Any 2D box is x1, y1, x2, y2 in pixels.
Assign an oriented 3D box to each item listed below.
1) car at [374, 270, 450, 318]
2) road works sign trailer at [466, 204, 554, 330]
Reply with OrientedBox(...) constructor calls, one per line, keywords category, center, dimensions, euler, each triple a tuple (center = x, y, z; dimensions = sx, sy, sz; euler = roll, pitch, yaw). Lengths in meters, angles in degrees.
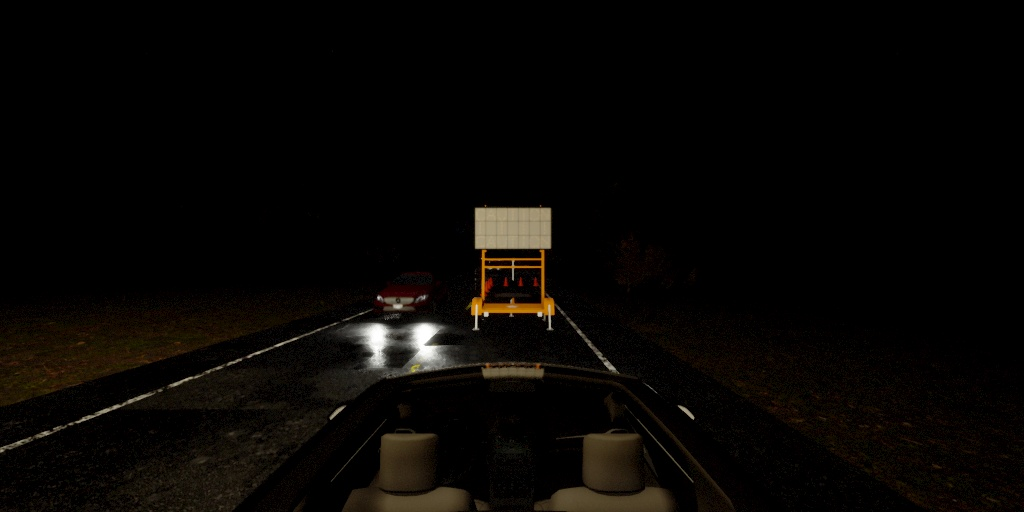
OrientedBox(category="car", center=(-3.458, 1.276, 13.214), dimensions=(1.812, 1.442, 4.674), euler=(0, 0, 0))
OrientedBox(category="road works sign trailer", center=(0.034, 0.215, 11.107), dimensions=(2.380, 3.560, 2.880), euler=(0, 0, 0))
